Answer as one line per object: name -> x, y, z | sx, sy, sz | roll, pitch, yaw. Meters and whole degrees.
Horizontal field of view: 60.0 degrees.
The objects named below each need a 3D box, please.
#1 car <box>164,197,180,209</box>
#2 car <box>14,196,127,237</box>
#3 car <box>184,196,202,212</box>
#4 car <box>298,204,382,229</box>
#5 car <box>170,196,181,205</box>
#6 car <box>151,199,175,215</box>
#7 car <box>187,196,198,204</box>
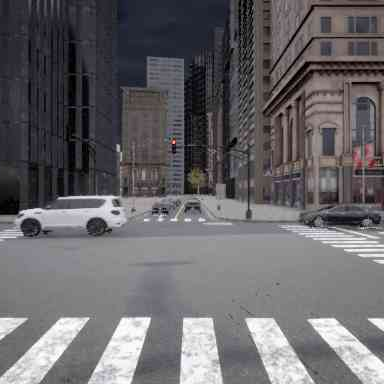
car -> -3.064, 1.556, 43.218 | 2.128, 1.511, 4.902 | 0, 0, 0
car -> -6.286, 1.234, 17.606 | 5.566, 2.045, 2.150 | 0, 0, 0
car -> 0.096, 1.561, 39.151 | 1.837, 1.490, 4.892 | 0, 0, 0
car -> 9.270, 1.509, 21.071 | 4.892, 1.490, 1.837 | 0, 0, 3
car -> -3.005, 1.597, 62.777 | 1.882, 1.535, 5.008 | 0, 0, 0
car -> -3.057, 1.644, 33.822 | 1.895, 1.301, 4.718 | 0, 0, 0
car -> 0.089, 1.627, 67.533 | 2.128, 1.511, 4.902 | 0, 0, 0
